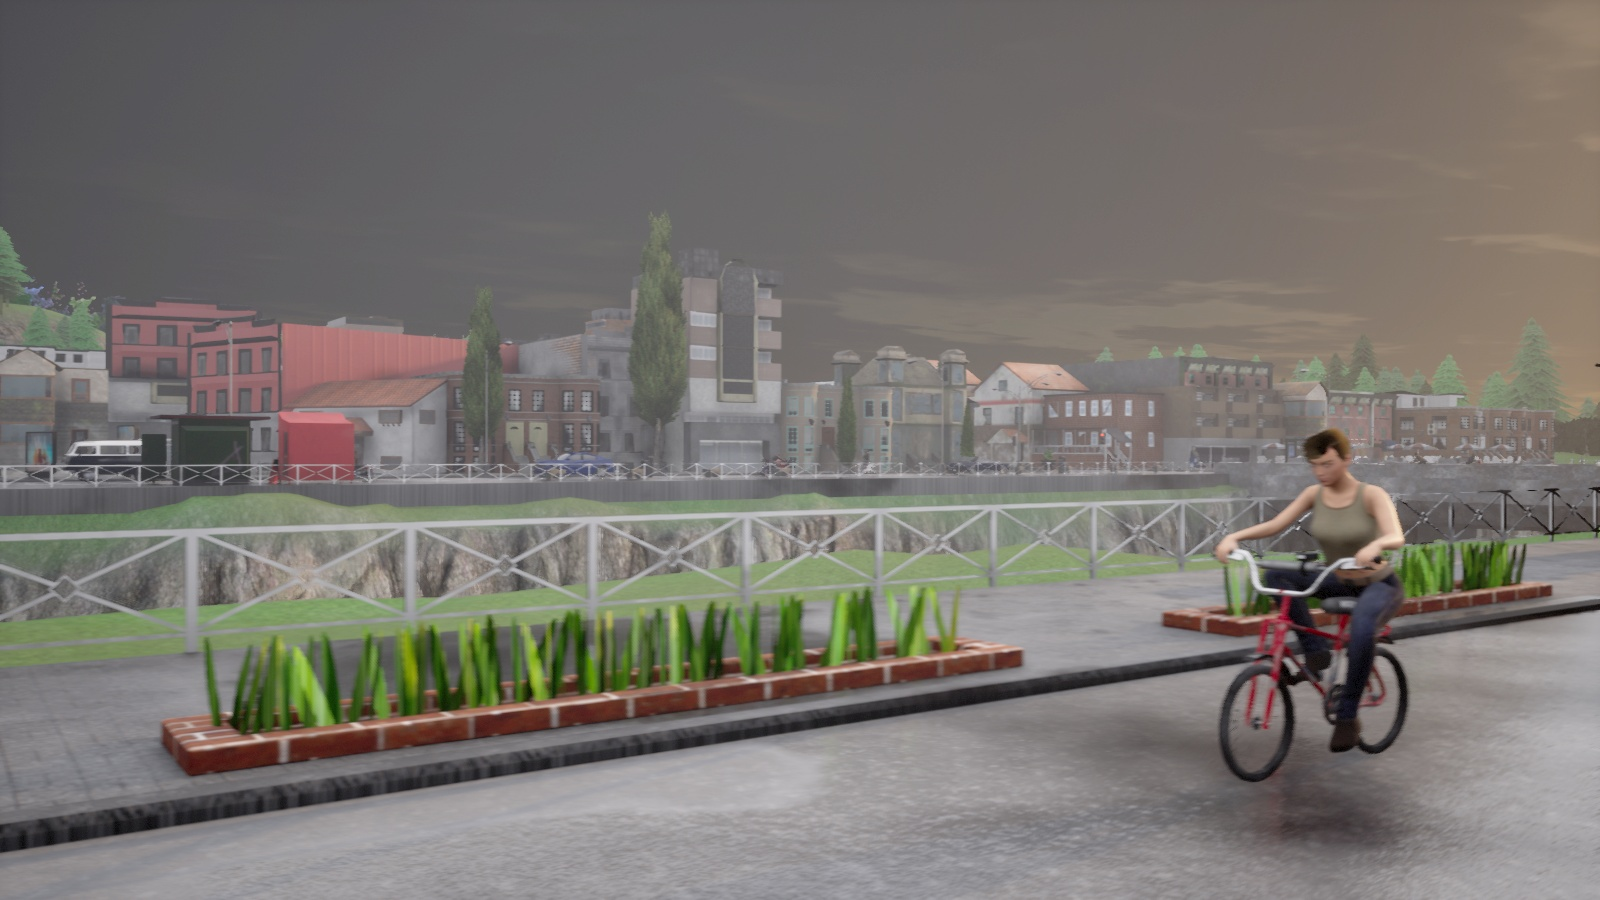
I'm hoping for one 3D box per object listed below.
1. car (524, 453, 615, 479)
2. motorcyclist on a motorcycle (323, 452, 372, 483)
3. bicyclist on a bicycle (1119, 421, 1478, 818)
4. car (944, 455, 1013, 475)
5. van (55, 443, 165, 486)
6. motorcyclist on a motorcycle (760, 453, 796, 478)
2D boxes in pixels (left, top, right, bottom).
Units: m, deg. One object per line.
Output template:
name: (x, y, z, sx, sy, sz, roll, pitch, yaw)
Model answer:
car: (-13.697, 0.935, 74.792, 5.008, 1.535, 1.882, 0, 0, -34)
motorcyclist on a motorcycle: (-24.292, 0.912, 67.421, 2.350, 1.649, 0.766, 0, 0, -35)
bicyclist on a bicycle: (2.351, 0.691, 5.894, 1.509, 1.612, 0.866, 0, 0, -34)
car: (12.557, 1.035, 88.223, 4.718, 1.301, 1.895, 0, 0, -35)
van: (-33.494, 0.689, 61.007, 4.480, 2.038, 2.069, 0, 0, -35)
motorcyclist on a motorcycle: (-1.374, 0.975, 78.513, 2.191, 1.530, 0.866, 0, 0, -35)
